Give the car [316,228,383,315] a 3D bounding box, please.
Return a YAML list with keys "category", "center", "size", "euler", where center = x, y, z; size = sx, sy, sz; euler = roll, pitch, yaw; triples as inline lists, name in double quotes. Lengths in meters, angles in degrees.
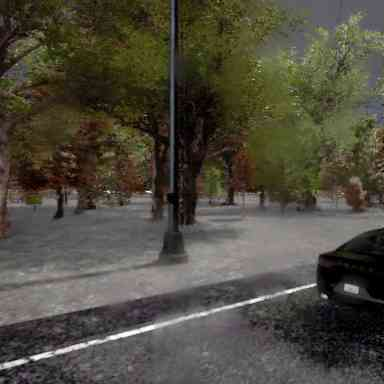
- category: "car"
  center: [4.742, 1.512, 7.129]
  size: [5.008, 1.535, 1.882]
  euler: [0, 0, -35]
